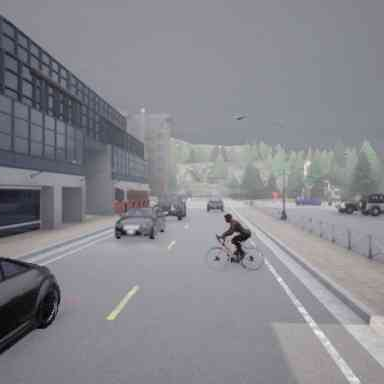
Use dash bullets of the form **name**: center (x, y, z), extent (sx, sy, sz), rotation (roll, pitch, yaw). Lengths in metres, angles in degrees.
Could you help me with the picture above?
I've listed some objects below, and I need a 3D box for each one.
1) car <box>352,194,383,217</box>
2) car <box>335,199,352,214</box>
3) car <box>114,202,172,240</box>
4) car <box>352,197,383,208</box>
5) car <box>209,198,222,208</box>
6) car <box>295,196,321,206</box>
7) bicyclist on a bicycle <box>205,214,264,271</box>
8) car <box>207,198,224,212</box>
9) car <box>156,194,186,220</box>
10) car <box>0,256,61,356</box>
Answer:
- **car**: center (16.056, 1.088, 27.956), extent (3.866, 1.878, 1.905), rotation (0, 0, 4)
- **car**: center (15.848, 1.108, 30.883), extent (4.605, 1.855, 1.932), rotation (0, 0, 4)
- **car**: center (-2.516, 1.489, 17.028), extent (2.128, 1.511, 4.902), rotation (0, 0, 4)
- **car**: center (24.479, 1.392, 45.920), extent (3.806, 1.475, 1.970), rotation (0, 0, 4)
- **car**: center (3.488, 1.592, 49.765), extent (1.895, 1.301, 4.718), rotation (0, 0, 4)
- **car**: center (17.285, 1.381, 49.412), extent (3.633, 1.501, 1.845), rotation (0, 0, 4)
- **bicyclist on a bicycle**: center (1.194, 1.438, 9.415), extent (1.656, 1.620, 0.582), rotation (-1, 0, 4)
- **car**: center (2.722, 1.485, 38.825), extent (2.128, 1.511, 4.902), rotation (0, 0, 4)
- **car**: center (-1.726, 1.216, 28.004), extent (2.150, 2.045, 5.566), rotation (0, 0, 4)
- **car**: center (-3.413, 1.563, 4.229), extent (1.994, 1.385, 4.181), rotation (0, 0, 4)
